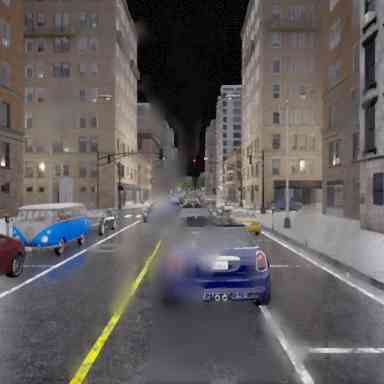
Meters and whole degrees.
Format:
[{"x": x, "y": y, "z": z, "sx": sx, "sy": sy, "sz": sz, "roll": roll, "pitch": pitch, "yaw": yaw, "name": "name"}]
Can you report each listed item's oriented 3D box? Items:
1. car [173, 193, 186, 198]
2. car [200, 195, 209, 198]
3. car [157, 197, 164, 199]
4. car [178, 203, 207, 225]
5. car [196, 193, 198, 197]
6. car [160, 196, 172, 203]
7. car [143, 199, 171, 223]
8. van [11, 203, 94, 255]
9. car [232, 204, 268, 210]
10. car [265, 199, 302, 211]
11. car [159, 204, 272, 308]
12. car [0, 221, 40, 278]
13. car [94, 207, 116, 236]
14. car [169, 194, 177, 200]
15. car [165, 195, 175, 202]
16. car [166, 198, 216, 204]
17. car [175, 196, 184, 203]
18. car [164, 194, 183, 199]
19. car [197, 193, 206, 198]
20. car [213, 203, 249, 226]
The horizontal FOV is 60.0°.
[{"x": -2.717, "y": 1.217, "z": 60.504, "sx": 2.150, "sy": 2.045, "sz": 5.566, "roll": 0, "pitch": 0, "yaw": 1, "name": "car"}, {"x": 2.724, "y": 1.548, "z": 50.643, "sx": 2.008, "sy": 1.369, "sz": 4.403, "roll": 0, "pitch": 0, "yaw": 0, "name": "car"}, {"x": -5.292, "y": 1.521, "z": 56.167, "sx": 1.752, "sy": 1.417, "sz": 4.829, "roll": 0, "pitch": 0, "yaw": 0, "name": "car"}, {"x": 0.061, "y": 1.562, "z": 25.109, "sx": 1.994, "sy": 1.385, "sz": 4.181, "roll": 0, "pitch": 0, "yaw": 0, "name": "car"}, {"x": 2.783, "y": 1.303, "z": 84.734, "sx": 2.192, "sy": 1.841, "sz": 5.009, "roll": 0, "pitch": 0, "yaw": 0, "name": "car"}, {"x": -5.272, "y": 1.559, "z": 67.700, "sx": 1.947, "sy": 1.339, "sz": 4.313, "roll": 0, "pitch": 0, "yaw": 0, "name": "car"}, {"x": -2.367, "y": 1.524, "z": 25.254, "sx": 1.812, "sy": 1.442, "sz": 4.674, "roll": 0, "pitch": 0, "yaw": 6, "name": "car"}, {"x": -5.370, "y": 1.340, "z": 12.968, "sx": 1.690, "sy": 1.788, "sz": 3.998, "roll": 0, "pitch": 0, "yaw": 0, "name": "van"}, {"x": 2.675, "y": 1.524, "z": 18.531, "sx": 1.752, "sy": 1.417, "sz": 4.829, "roll": 0, "pitch": 0, "yaw": 0, "name": "car"}, {"x": 10.495, "y": 1.494, "z": 38.342, "sx": 4.181, "sy": 1.385, "sz": 1.994, "roll": 0, "pitch": 0, "yaw": -2, "name": "car"}, {"x": 0.319, "y": 1.351, "z": 8.149, "sx": 2.097, "sy": 1.767, "sz": 4.553, "roll": 0, "pitch": 0, "yaw": -5, "name": "car"}, {"x": -5.381, "y": 1.581, "z": 7.562, "sx": 1.802, "sy": 1.307, "sz": 4.206, "roll": 0, "pitch": 0, "yaw": 0, "name": "car"}, {"x": -5.359, "y": 1.549, "z": 18.374, "sx": 2.008, "sy": 1.369, "sz": 4.403, "roll": 0, "pitch": 0, "yaw": 0, "name": "car"}, {"x": -5.232, "y": 1.426, "z": 90.425, "sx": 1.967, "sy": 1.590, "sz": 4.097, "roll": 0, "pitch": 0, "yaw": 0, "name": "car"}, {"x": -5.252, "y": 1.541, "z": 79.062, "sx": 2.008, "sy": 1.369, "sz": 4.403, "roll": 0, "pitch": 0, "yaw": 0, "name": "car"}, {"x": 0.104, "y": 1.351, "z": 15.447, "sx": 2.097, "sy": 1.767, "sz": 4.553, "roll": 0, "pitch": 0, "yaw": 0, "name": "car"}, {"x": -2.629, "y": 1.517, "z": 70.610, "sx": 1.812, "sy": 1.442, "sz": 4.674, "roll": 0, "pitch": 0, "yaw": 0, "name": "car"}, {"x": -2.756, "y": 1.475, "z": 50.516, "sx": 1.882, "sy": 1.535, "sz": 5.008, "roll": 0, "pitch": 0, "yaw": 0, "name": "car"}, {"x": 2.763, "y": 1.432, "z": 73.370, "sx": 1.967, "sy": 1.590, "sz": 4.097, "roll": 0, "pitch": 0, "yaw": 0, "name": "car"}, {"x": 2.679, "y": 1.549, "z": 23.767, "sx": 2.008, "sy": 1.369, "sz": 4.403, "roll": 0, "pitch": 0, "yaw": 0, "name": "car"}]
